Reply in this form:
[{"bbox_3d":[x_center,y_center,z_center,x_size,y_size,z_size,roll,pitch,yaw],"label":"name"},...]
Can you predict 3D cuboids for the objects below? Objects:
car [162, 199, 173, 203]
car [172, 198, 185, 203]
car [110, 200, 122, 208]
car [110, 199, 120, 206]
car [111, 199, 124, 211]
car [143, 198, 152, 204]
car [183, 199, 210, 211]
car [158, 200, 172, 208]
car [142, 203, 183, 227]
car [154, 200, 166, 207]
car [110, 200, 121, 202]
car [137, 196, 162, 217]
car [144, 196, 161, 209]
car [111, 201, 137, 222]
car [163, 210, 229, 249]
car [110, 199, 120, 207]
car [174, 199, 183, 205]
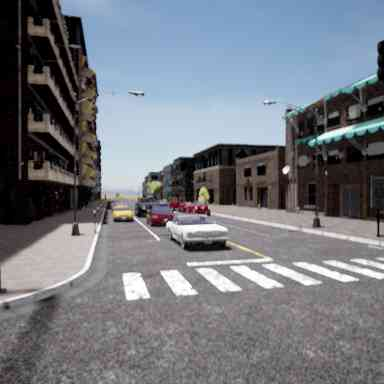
[{"bbox_3d":[-4.270,2.002,46.023,1.994,1.385,4.181,0,-1,-14],"label":"car"},{"bbox_3d":[-2.101,1.762,48.162,2.192,1.841,5.009,-1,0,-14],"label":"car"},{"bbox_3d":[-14.358,2.217,62.682,1.947,1.339,4.313,-1,0,-14],"label":"car"},{"bbox_3d":[-17.108,2.322,73.699,2.008,1.369,4.403,-1,0,-14],"label":"car"},{"bbox_3d":[-11.617,1.971,51.665,1.967,1.590,4.097,-1,0,-14],"label":"car"},{"bbox_3d":[-11.761,2.396,86.882,1.752,1.417,4.829,-1,0,-14],"label":"car"},{"bbox_3d":[0.671,1.769,37.151,1.967,1.590,4.097,-1,0,-14],"label":"car"},{"bbox_3d":[-4.888,2.094,59.342,1.752,1.417,4.829,-1,0,-14],"label":"car"},{"bbox_3d":[-2.329,1.796,25.177,1.994,1.385,4.181,0,-1,-15],"label":"car"},{"bbox_3d":[-6.220,2.209,64.685,1.802,1.307,4.206,-1,0,-14],"label":"car"},{"bbox_3d":[-7.506,1.904,35.137,2.008,1.369,4.403,-1,0,-14],"label":"car"},{"bbox_3d":[-4.877,1.564,35.483,2.150,2.045,5.566,0,-1,-13],"label":"car"},{"bbox_3d":[-6.730,1.764,55.649,2.150,2.045,5.566,0,-1,-14],"label":"car"},{"bbox_3d":[-6.142,1.817,29.451,1.752,1.417,4.829,-1,0,-14],"label":"car"},{"bbox_3d":[0.114,1.730,15.423,1.895,1.301,4.718,0,-1,-14],"label":"car"},{"bbox_3d":[-15.733,2.256,68.191,1.887,1.381,4.507,-1,0,-14],"label":"car"},{"bbox_3d":[-0.722,1.970,42.652,1.802,1.307,4.206,-1,0,-14],"label":"car"}]
